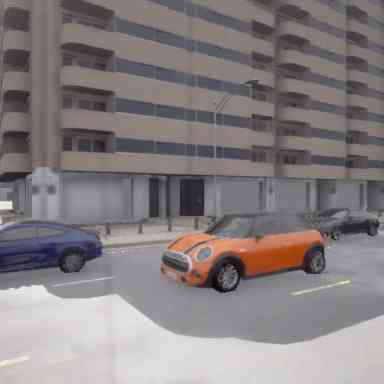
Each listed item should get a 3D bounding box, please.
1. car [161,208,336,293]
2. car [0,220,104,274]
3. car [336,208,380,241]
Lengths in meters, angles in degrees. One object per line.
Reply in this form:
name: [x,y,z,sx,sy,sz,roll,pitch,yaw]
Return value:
car: [1.447,1.351,8.957,4.553,1.767,2.097,0,0,-32]
car: [-4.829,1.526,9.160,4.674,1.442,1.812,0,0,-32]
car: [7.538,1.526,16.764,4.674,1.442,1.812,0,0,-31]
